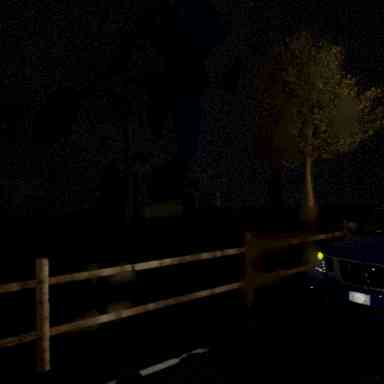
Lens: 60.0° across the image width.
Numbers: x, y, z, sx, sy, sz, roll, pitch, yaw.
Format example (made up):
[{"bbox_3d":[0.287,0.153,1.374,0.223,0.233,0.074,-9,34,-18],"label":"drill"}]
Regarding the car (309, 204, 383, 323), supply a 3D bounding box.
[{"bbox_3d":[4.652,1.174,6.530,5.566,2.045,2.150,-1,0,-37],"label":"car"}]
